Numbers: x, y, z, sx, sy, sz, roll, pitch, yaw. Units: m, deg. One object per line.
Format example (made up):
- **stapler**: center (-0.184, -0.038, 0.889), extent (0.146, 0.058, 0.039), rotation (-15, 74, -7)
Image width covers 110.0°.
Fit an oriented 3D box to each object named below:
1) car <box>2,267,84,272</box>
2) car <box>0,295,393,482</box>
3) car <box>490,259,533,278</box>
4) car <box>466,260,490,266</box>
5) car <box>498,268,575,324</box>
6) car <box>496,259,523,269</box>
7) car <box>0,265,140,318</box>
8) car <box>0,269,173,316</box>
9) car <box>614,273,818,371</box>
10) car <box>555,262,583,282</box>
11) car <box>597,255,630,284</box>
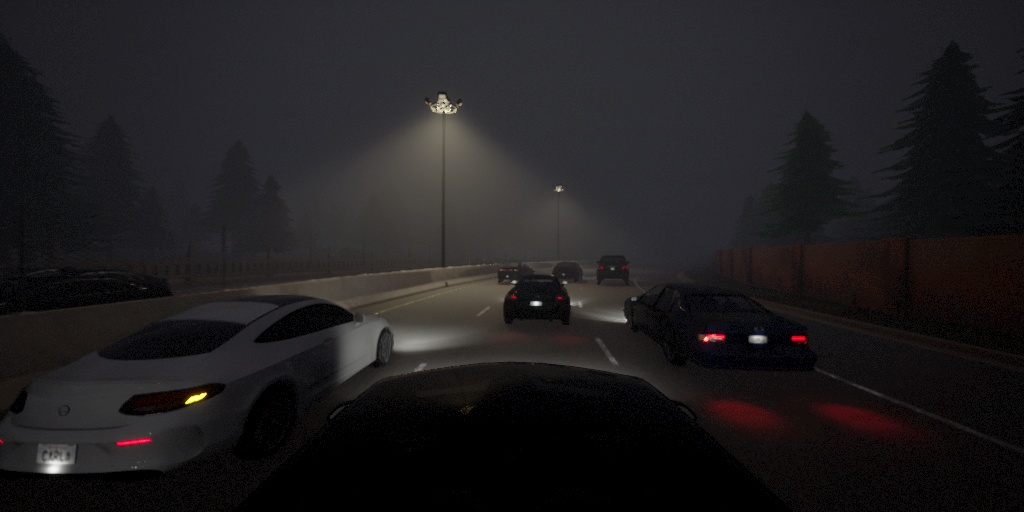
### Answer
- **car**: center (-13.477, 1.168, 10.953), extent (2.128, 1.511, 4.902), rotation (0, 0, 6)
- **car**: center (-3.210, 1.256, 4.889), extent (1.812, 1.442, 4.674), rotation (0, 0, 2)
- **car**: center (0.355, 1.184, 26.874), extent (2.128, 1.511, 4.902), rotation (0, 0, 16)
- **car**: center (-4.658, 1.214, 52.264), extent (1.895, 1.301, 4.718), rotation (0, 0, 29)
- **car**: center (0.909, 1.293, 11.997), extent (1.994, 1.385, 4.181), rotation (0, 0, 7)
- **car**: center (-0.345, 1.136, 52.821), extent (1.837, 1.490, 4.892), rotation (0, 0, 29)
- **car**: center (-16.797, 1.151, 12.583), extent (2.128, 1.511, 4.902), rotation (0, 0, 7)
- **car**: center (-10.231, 1.188, 7.715), extent (2.128, 1.511, 4.902), rotation (0, 0, 4)
- **car**: center (3.911, 1.298, 7.899), extent (2.033, 1.411, 5.357), rotation (0, 0, 5)
- **car**: center (4.489, 1.182, 28.574), extent (1.882, 1.535, 5.008), rotation (0, 0, 17)
- **car**: center (7.460, 0.942, 26.443), extent (2.150, 2.045, 5.566), rotation (0, 0, 17)
